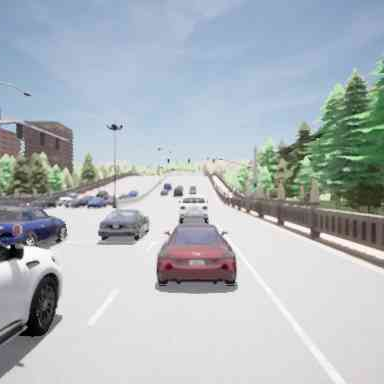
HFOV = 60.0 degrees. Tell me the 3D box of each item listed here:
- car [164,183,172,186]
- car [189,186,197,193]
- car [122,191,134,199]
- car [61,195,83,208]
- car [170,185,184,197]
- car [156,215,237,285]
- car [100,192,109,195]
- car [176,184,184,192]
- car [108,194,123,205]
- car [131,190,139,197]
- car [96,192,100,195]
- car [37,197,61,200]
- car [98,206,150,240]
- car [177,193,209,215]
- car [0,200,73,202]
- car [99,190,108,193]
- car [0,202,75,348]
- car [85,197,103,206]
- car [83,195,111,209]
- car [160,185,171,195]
[{"bbox_3d":[-6.710,-1.599,92.069,2.150,2.045,5.566,0,7,0],"label":"car"},{"bbox_3d":[0.202,0.214,79.499,2.128,1.511,4.902,0,7,0],"label":"car"},{"bbox_3d":[-13.876,1.146,68.371,1.882,1.535,5.008,0,3,0],"label":"car"},{"bbox_3d":[-17.486,1.633,50.245,2.128,1.511,4.902,0,0,1],"label":"car"},{"bbox_3d":[-3.301,-0.046,79.104,2.150,2.045,5.566,0,7,0],"label":"car"},{"bbox_3d":[0.113,1.592,9.569,1.994,1.385,4.181,0,0,0],"label":"car"},{"bbox_3d":[-17.370,1.208,69.324,1.895,1.301,4.718,0,3,0],"label":"car"},{"bbox_3d":[-3.228,-1.119,89.539,1.837,1.490,4.892,0,7,0],"label":"car"},{"bbox_3d":[-13.939,1.623,58.495,1.812,1.442,4.674,0,1,0],"label":"car"},{"bbox_3d":[-13.805,0.282,78.500,1.882,1.535,5.008,0,5,0],"label":"car"},{"bbox_3d":[-20.886,1.300,67.017,2.033,1.411,5.357,0,3,0],"label":"car"},{"bbox_3d":[-21.063,1.491,47.343,2.097,1.767,4.553,0,0,2],"label":"car"},{"bbox_3d":[-3.375,1.599,17.290,2.033,1.411,5.357,0,0,0],"label":"car"},{"bbox_3d":[0.138,1.300,26.342,2.150,2.045,5.566,0,0,0],"label":"car"},{"bbox_3d":[-6.881,1.393,13.664,2.097,1.767,4.553,0,0,0],"label":"car"},{"bbox_3d":[-20.813,0.409,77.359,1.882,1.535,5.008,0,5,0],"label":"car"},{"bbox_3d":[-3.396,1.229,3.537,2.150,2.045,5.566,0,-1,1],"label":"car"},{"bbox_3d":[-17.420,1.676,59.379,1.895,1.301,4.718,0,1,0],"label":"car"},{"bbox_3d":[-13.997,1.617,49.187,1.882,1.535,5.008,0,0,0],"label":"car"},{"bbox_3d":[-6.782,-0.005,81.716,2.033,1.411,5.357,0,7,0],"label":"car"}]
